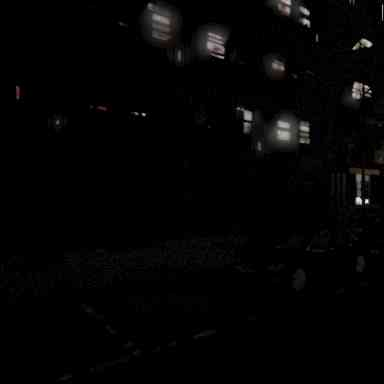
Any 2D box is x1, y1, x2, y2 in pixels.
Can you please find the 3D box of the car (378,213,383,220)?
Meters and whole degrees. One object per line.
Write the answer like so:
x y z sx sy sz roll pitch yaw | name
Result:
7.570 1.415 12.001 4.097 1.590 1.967 0 0 -36 | car

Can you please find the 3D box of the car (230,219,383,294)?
2.949 1.539 8.681 4.403 1.369 2.008 0 0 -36 | car
